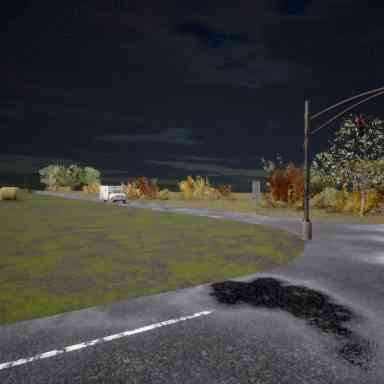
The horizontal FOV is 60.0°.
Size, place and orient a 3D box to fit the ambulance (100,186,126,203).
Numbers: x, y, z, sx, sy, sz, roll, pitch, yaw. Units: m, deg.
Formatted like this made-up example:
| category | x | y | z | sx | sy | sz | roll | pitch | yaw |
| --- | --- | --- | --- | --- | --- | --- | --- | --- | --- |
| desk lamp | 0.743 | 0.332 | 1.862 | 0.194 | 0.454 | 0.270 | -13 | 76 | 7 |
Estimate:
| category | x | y | z | sx | sy | sz | roll | pitch | yaw |
| --- | --- | --- | --- | --- | --- | --- | --- | --- | --- |
| ambulance | -11.882 | 0.341 | 50.062 | 2.351 | 2.431 | 6.366 | 2 | 0 | -32 |
